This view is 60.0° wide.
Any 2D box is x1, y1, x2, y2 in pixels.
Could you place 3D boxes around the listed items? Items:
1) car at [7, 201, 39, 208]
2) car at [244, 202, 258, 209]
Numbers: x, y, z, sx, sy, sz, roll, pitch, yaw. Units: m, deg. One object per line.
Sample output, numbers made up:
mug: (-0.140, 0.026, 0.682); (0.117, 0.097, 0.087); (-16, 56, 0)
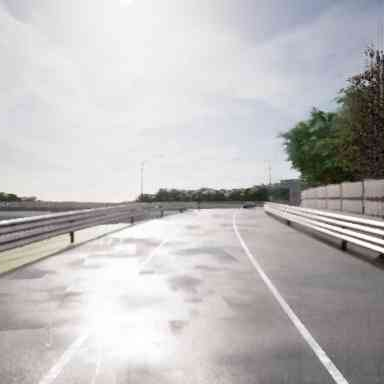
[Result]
car: (-24.397, 2.035, 48.192); (4.181, 1.385, 1.994); (1, -2, -31)
car: (14.772, 3.328, 83.479); (2.097, 1.767, 4.553); (-1, -3, 34)
